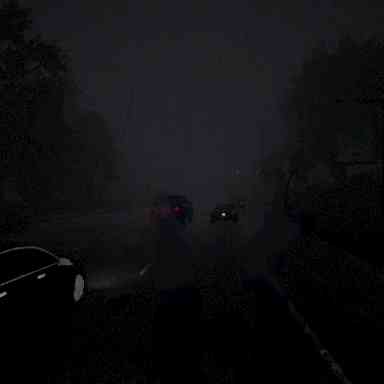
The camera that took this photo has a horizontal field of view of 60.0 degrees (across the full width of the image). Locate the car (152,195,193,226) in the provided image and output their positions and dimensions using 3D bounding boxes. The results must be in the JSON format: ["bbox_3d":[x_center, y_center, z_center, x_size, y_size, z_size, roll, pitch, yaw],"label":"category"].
[{"bbox_3d":[-1.283,1.223,23.907,2.150,2.045,5.566,0,0,9],"label":"car"}]

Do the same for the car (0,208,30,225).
[{"bbox_3d":[-9.576,1.504,15.733,1.812,1.442,4.674,0,0,7],"label":"car"}]

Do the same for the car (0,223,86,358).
[{"bbox_3d":[-3.174,1.499,5.060,1.837,1.490,4.892,0,0,2],"label":"car"}]

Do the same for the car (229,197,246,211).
[{"bbox_3d":[5.675,1.350,41.831,2.097,1.767,4.553,0,0,12],"label":"car"}]

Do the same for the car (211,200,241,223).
[{"bbox_3d":[2.579,1.577,25.747,1.994,1.385,4.181,0,0,9],"label":"car"}]
